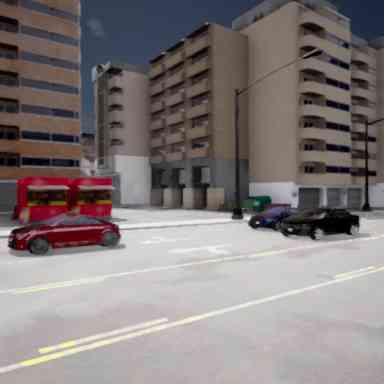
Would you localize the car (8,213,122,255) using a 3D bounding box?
[{"bbox_3d":[-4.976,1.575,13.334,4.181,1.385,1.994,0,0,-35],"label":"car"}]

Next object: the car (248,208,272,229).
[{"bbox_3d":[5.499,1.645,20.765,4.181,1.385,1.994,0,0,-35],"label":"car"}]

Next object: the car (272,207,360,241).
[{"bbox_3d":[6.725,1.553,17.264,5.008,1.535,1.882,1,0,-35],"label":"car"}]
